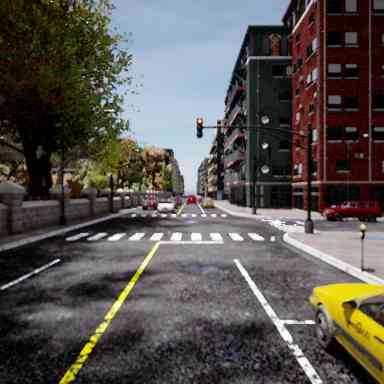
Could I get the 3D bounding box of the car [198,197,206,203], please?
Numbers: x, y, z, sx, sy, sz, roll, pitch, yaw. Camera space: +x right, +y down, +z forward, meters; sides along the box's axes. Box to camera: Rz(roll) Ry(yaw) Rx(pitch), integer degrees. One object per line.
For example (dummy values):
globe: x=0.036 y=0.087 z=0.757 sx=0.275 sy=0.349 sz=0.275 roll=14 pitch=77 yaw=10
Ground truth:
car: x=2.547 y=2.061 z=85.562 sx=1.887 sy=1.381 sz=4.507 roll=0 pitch=0 yaw=0

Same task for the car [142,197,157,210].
car: x=-5.771 y=1.584 z=46.803 sx=2.192 sy=1.841 sz=5.009 roll=0 pitch=0 yaw=0

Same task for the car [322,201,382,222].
car: x=14.565 y=1.758 z=30.262 sx=5.009 sy=1.841 sz=2.192 roll=1 pitch=-1 yaw=0

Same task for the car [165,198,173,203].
car: x=-5.833 y=2.098 z=85.547 sx=1.802 sy=1.307 sz=4.206 roll=0 pitch=0 yaw=0

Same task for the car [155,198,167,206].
car: x=-5.797 y=1.918 z=63.407 sx=1.887 sy=1.381 sz=4.507 roll=0 pitch=0 yaw=0

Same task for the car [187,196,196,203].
car: x=-0.135 y=1.763 z=82.519 sx=2.097 sy=1.767 sz=4.553 roll=0 pitch=0 yaw=0

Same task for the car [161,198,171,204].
car: x=-5.815 y=2.026 z=74.477 sx=1.802 sy=1.307 sz=4.206 roll=0 pitch=0 yaw=0

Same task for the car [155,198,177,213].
car: x=-3.135 y=1.759 z=40.909 sx=1.812 sy=1.442 sz=4.674 roll=0 pitch=0 yaw=-1

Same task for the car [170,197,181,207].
car: x=-3.177 y=1.840 z=50.544 sx=2.033 sy=1.411 sz=5.357 roll=0 pitch=0 yaw=0

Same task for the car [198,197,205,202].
car: x=2.538 y=2.098 z=91.097 sx=1.887 sy=1.381 sz=4.507 roll=0 pitch=0 yaw=0

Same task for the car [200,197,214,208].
car: x=2.601 y=1.830 z=52.521 sx=1.752 sy=1.417 sz=4.829 roll=0 pitch=0 yaw=0

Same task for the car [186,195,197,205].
car: x=-0.117 y=1.645 z=72.159 sx=2.150 sy=2.045 sz=5.566 roll=0 pitch=0 yaw=0

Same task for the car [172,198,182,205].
car: x=-3.115 y=1.937 z=70.560 sx=1.812 sy=1.442 sz=4.674 roll=0 pitch=0 yaw=0

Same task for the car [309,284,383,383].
car: x=2.682 y=1.545 z=3.421 sx=1.752 sy=1.417 sz=4.829 roll=0 pitch=0 yaw=0

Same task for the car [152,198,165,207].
car: x=-5.789 y=1.779 z=57.873 sx=1.967 sy=1.590 sz=4.097 roll=0 pitch=0 yaw=0
